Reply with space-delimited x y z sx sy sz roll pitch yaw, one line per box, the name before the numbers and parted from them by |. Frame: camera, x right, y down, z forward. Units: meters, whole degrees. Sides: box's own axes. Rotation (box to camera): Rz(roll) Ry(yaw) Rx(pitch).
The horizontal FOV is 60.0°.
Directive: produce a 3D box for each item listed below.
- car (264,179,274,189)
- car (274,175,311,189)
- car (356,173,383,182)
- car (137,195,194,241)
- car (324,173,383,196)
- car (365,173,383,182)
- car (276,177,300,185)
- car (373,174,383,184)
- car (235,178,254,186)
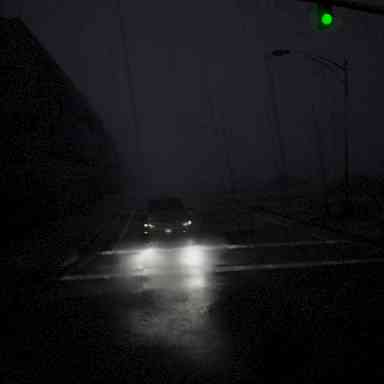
car | 12.289 -1.416 45.624 4.605 1.855 1.932 -2 3 -7
car | 13.054 -1.323 42.793 3.866 1.878 1.905 -2 3 -7
car | 35.971 -2.923 67.248 4.514 1.523 2.007 -2 3 -7
car | -1.097 0.937 13.557 1.837 1.490 4.892 -2 3 -7
car | 14.630 -0.681 30.112 5.027 1.636 2.152 -2 3 -7
car | 36.408 -2.795 64.144 5.027 1.636 2.152 -2 3 -7
car | 17.876 -2.087 62.026 3.806 1.475 1.970 -2 3 -7
car | 30.252 -2.010 51.467 3.633 1.501 1.845 -2 3 -7
car | 10.148 -1.967 64.079 3.633 1.501 1.845 -2 3 -7
